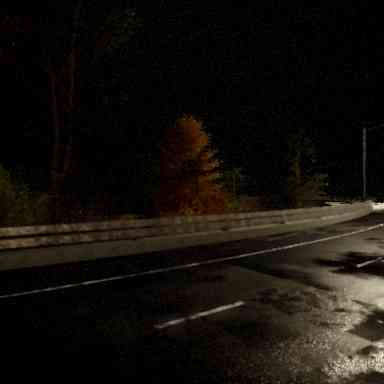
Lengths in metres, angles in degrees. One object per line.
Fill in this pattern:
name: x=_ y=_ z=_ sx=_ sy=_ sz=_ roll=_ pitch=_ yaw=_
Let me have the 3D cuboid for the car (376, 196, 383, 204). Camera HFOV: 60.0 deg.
car: x=36.806 y=1.542 z=63.656 sx=1.812 sy=1.442 sz=4.674 roll=0 pitch=0 yaw=13
